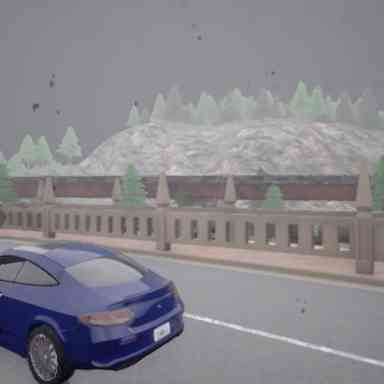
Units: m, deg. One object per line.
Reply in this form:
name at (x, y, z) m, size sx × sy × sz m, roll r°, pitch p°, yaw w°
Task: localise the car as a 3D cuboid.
car at (-2.296, 1.510, 5.246) m, size 4.674 × 1.442 × 1.812 m, roll 0°, pitch 0°, yaw 33°
